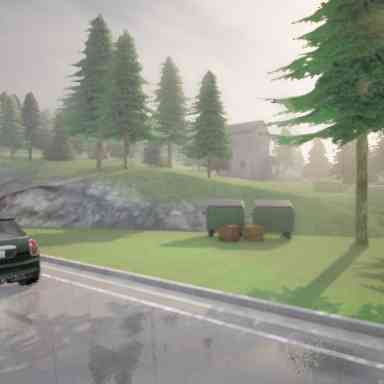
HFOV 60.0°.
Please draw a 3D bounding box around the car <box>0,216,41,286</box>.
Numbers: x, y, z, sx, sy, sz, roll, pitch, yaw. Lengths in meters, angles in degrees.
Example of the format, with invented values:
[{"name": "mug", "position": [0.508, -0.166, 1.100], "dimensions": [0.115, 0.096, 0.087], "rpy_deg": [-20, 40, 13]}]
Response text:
[{"name": "car", "position": [-5.713, 1.300, 8.067], "dimensions": [4.553, 1.767, 2.097], "rpy_deg": [0, 0, 35]}]
